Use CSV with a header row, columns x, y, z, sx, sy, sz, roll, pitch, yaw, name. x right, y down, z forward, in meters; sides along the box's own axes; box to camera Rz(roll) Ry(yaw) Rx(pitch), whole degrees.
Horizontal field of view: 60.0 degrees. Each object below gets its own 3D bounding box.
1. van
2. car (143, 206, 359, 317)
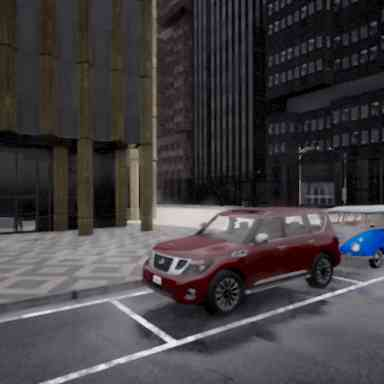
x,y,z,sx,sy,sz,roll,pitch,yaw,name
5.892,1.332,10.876,3.998,1.788,1.690,0,0,-36,van
1.398,1.311,7.661,5.009,1.841,2.192,0,0,-36,car
